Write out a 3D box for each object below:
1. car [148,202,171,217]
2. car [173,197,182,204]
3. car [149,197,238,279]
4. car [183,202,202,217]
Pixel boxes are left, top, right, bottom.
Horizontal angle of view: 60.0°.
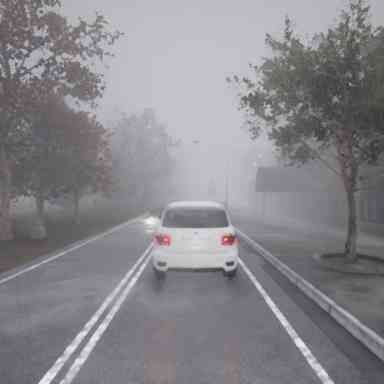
[{"bbox_3d":[-3.379,1.820,35.273,1.895,1.301,4.718,0,0,0],"label":"car"},{"bbox_3d":[-3.315,1.921,75.807,1.837,1.490,4.892,0,0,0],"label":"car"},{"bbox_3d":[0.071,1.287,10.393,2.150,2.045,5.566,0,0,0],"label":"car"},{"bbox_3d":[0.068,1.820,35.311,1.895,1.301,4.718,0,0,0],"label":"car"}]
